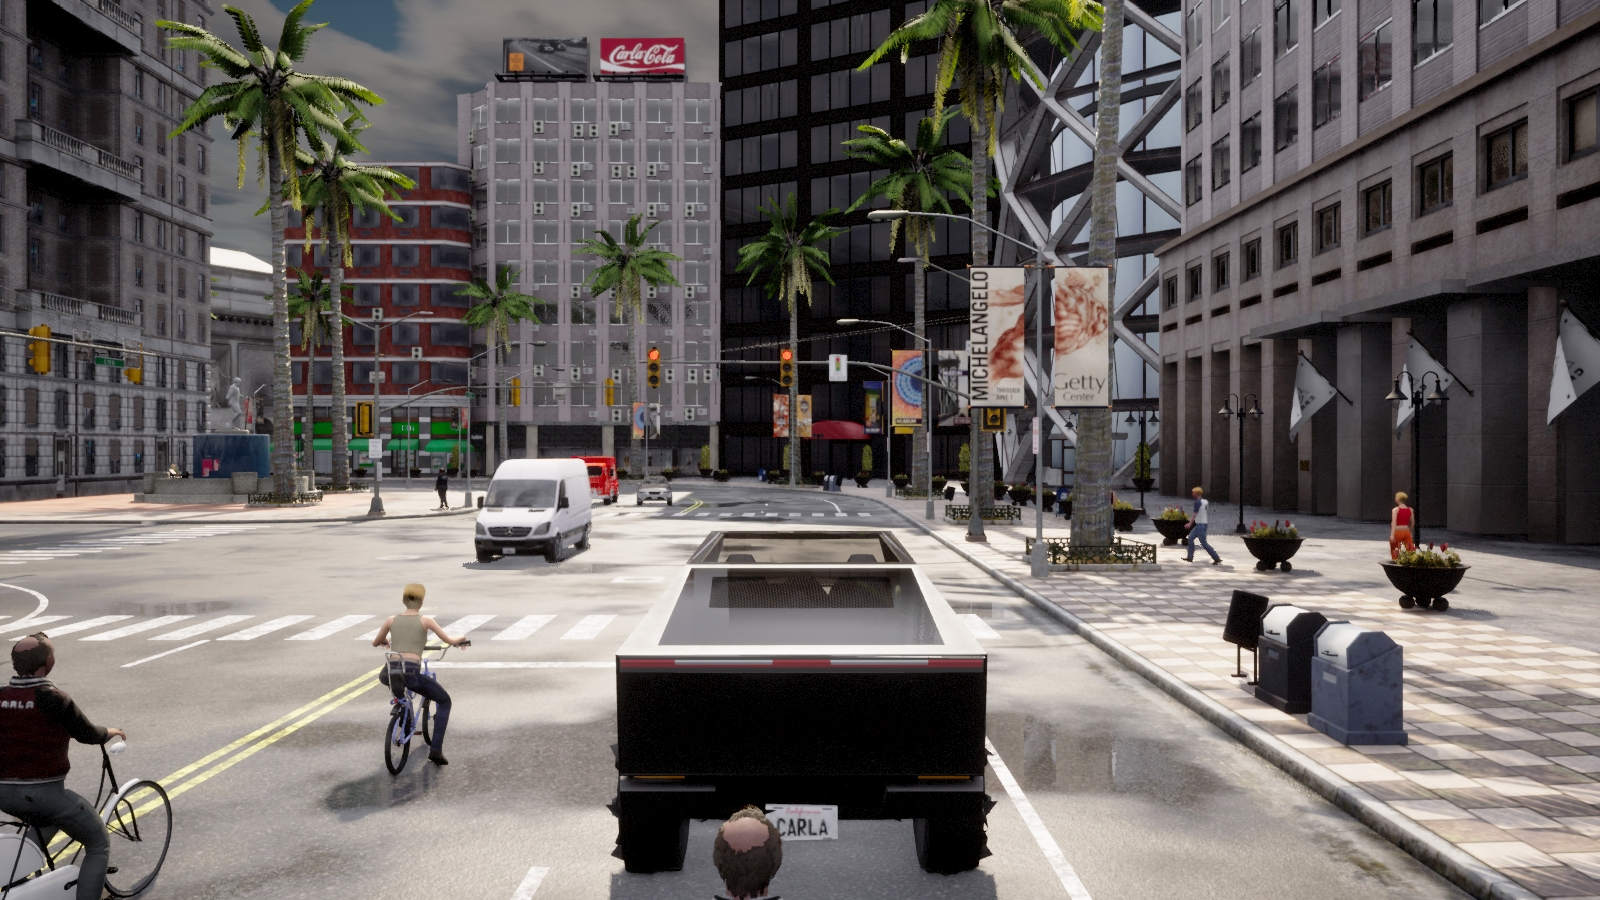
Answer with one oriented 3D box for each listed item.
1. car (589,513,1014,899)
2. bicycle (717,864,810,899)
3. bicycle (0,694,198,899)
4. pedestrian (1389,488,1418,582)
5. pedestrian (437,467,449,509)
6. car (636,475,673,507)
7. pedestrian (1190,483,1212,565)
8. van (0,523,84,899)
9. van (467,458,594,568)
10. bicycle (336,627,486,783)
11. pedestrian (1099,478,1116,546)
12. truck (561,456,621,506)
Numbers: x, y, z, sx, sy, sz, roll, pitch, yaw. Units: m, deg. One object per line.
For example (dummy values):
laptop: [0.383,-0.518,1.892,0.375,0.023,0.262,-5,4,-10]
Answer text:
car: [0.011,1.753,9.550,2.390,2.098,6.274,0,0,0]
bicycle: [-0.147,2.210,3.549,0.329,1.171,1.835,0,0,1]
bicycle: [-4.243,2.210,6.662,0.329,1.171,1.835,0,0,6]
pedestrian: [12.097,1.704,22.908,0.375,1.860,0.375,0,0,2]
pedestrian: [-16.026,1.696,51.232,0.375,1.860,0.375,0,0,40]
car: [-7.460,2.066,58.811,1.816,1.474,4.193,0,0,-7]
pedestrian: [9.242,1.694,26.339,0.375,1.860,0.375,0,0,37]
van: [-3.501,1.534,1.043,1.988,2.561,5.915,0,0,0]
van: [-6.978,1.532,30.290,1.988,2.561,5.915,0,0,0]
bicycle: [-3.473,2.256,10.347,0.859,1.080,1.487,0,0,0]
pedestrian: [8.507,1.698,31.604,0.375,1.860,0.375,0,0,4]
truck: [-10.821,1.568,59.475,2.627,2.467,5.204,0,0,-5]
